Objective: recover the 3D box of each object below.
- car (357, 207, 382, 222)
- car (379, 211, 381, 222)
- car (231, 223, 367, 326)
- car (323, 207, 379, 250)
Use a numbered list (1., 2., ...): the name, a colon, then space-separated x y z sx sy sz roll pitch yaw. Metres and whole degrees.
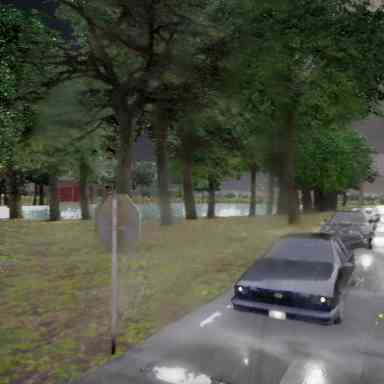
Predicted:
1. car: 17.769 2.232 33.236 1.895 1.301 4.718 -2 -2 31
2. car: 12.641 1.948 24.598 2.128 1.511 4.902 -2 -2 31
3. car: 2.769 1.707 7.867 2.033 1.411 5.357 -2 -2 30
4. car: 7.554 1.649 15.992 2.097 1.767 4.553 -2 -2 31
